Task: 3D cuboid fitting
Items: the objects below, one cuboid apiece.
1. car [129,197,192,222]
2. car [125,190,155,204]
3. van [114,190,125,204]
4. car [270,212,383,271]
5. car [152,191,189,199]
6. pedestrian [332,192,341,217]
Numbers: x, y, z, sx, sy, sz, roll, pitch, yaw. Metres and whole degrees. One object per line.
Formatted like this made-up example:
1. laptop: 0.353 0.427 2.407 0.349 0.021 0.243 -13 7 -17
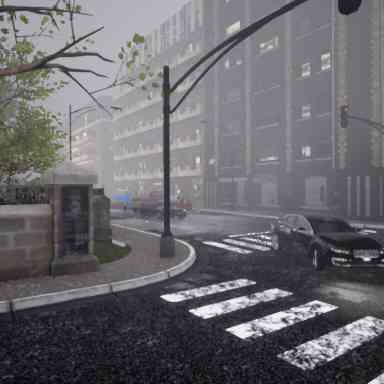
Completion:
1. car: -2.330 1.267 23.369 1.895 1.301 4.718 0 1 -36
2. car: -5.018 0.727 36.867 2.192 1.841 5.009 1 1 -36
3. van: -8.280 0.655 41.324 1.690 1.788 3.998 1 1 -36
4. car: 4.211 1.489 11.086 1.837 1.490 4.892 2 0 -9
5. car: -1.758 0.950 32.413 1.967 1.590 4.097 1 1 -36
6. pedestrian: 9.513 0.901 21.976 0.375 1.860 0.375 1 -1 -36
